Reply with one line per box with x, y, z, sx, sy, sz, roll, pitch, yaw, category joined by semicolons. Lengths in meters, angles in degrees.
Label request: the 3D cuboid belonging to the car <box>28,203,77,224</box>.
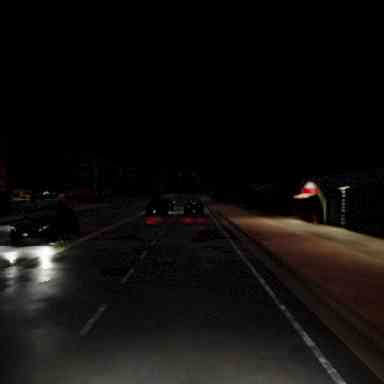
-10.494;1.576;25.384;1.994;1.385;4.181;0;0;1;car

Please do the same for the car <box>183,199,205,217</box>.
0.170;1.513;31.986;2.128;1.511;4.902;0;0;0;car

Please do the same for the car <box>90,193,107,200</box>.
-24.708;1.204;88.045;3.866;1.878;1.905;0;0;0;car

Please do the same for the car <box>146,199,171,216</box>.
-3.350;1.526;32.412;1.837;1.490;4.892;0;0;0;car

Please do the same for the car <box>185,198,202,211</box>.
0.199;1.576;42.722;2.033;1.411;5.357;0;0;0;car

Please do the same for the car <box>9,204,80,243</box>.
-7.006;1.533;16.367;1.812;1.442;4.674;0;0;1;car

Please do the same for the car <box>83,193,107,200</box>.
-24.771;1.199;85.151;4.605;1.855;1.932;0;0;0;car

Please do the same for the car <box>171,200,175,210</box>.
-3.343;1.575;43.249;2.033;1.411;5.357;0;0;1;car
